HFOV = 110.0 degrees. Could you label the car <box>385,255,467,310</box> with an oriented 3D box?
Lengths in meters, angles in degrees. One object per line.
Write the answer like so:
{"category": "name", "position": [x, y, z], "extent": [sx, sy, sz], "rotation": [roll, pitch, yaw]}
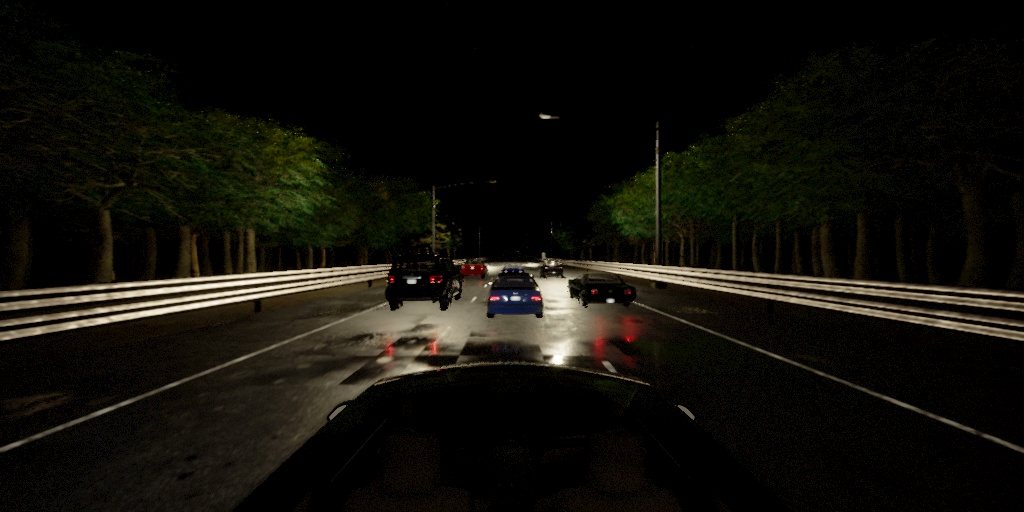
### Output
{"category": "car", "position": [-3.398, 0.965, 14.825], "extent": [2.150, 2.045, 5.566], "rotation": [0, 0, 0]}

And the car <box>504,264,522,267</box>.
{"category": "car", "position": [0.102, 1.335, 31.902], "extent": [1.895, 1.301, 4.718], "rotation": [0, 0, 0]}

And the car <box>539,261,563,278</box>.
{"category": "car", "position": [3.603, 1.225, 33.143], "extent": [2.128, 1.511, 4.902], "rotation": [0, 0, 0]}

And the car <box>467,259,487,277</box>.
{"category": "car", "position": [-3.397, 1.086, 32.906], "extent": [2.097, 1.767, 4.553], "rotation": [0, 0, 0]}

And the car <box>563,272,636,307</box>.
{"category": "car", "position": [3.603, 1.345, 15.315], "extent": [1.895, 1.301, 4.718], "rotation": [0, 0, 0]}

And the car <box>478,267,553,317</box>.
{"category": "car", "position": [0.101, 1.293, 13.020], "extent": [2.033, 1.411, 5.357], "rotation": [0, 0, 0]}
